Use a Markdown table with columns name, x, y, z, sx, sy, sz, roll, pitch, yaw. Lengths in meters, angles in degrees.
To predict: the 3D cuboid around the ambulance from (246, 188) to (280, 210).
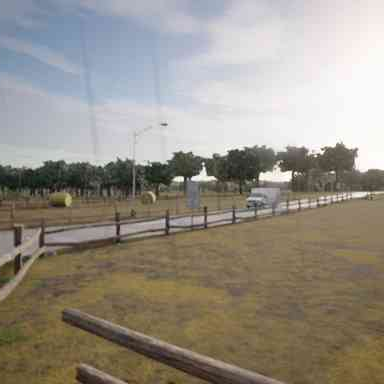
| name | x | y | z | sx | sy | sz | roll | pitch | yaw |
| --- | --- | --- | --- | --- | --- | --- | --- | --- | --- |
| ambulance | 8.893 | 0.786 | 41.544 | 2.351 | 2.431 | 6.366 | 2 | 2 | 35 |
